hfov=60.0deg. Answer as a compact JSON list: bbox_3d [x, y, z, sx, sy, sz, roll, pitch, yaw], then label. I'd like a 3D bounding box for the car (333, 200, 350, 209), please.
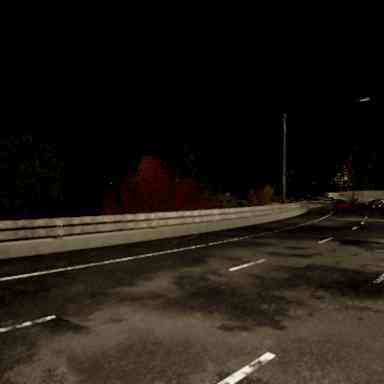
[{"bbox_3d":[22.689,1.882,50.515,1.994,1.385,4.181,0,0,18],"label":"car"}]

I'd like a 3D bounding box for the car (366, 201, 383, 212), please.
[{"bbox_3d":[23.703,1.846,42.734,2.033,1.411,5.357,0,0,21],"label":"car"}]
